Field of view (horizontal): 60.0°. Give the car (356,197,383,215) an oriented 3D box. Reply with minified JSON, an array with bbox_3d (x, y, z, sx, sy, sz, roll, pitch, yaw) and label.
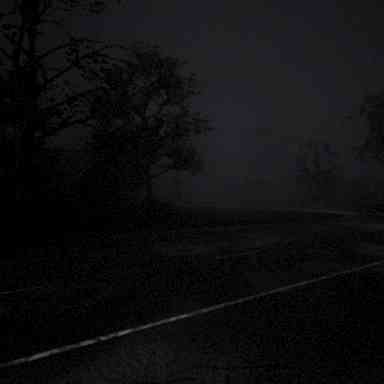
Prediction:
[{"bbox_3d":[15.569,1.112,26.348,2.128,1.511,4.902,-1,0,-32],"label":"car"}]
